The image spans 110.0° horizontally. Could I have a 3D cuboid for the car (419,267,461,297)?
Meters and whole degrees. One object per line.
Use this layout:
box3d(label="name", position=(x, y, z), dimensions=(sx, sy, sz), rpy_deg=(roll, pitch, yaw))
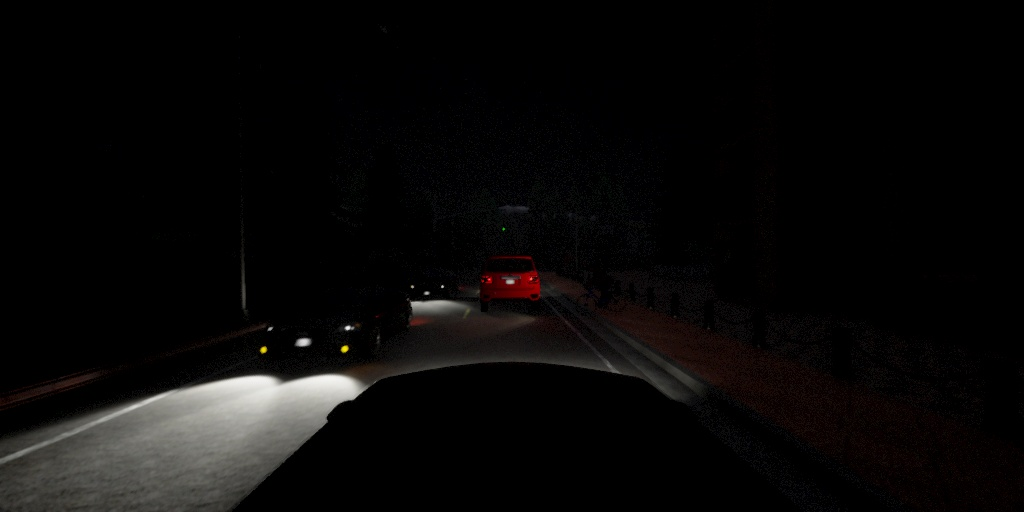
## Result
box3d(label="car", position=(-3.884, 1.300, 18.950), dimensions=(2.033, 1.411, 5.357), rpy_deg=(0, 0, -1))

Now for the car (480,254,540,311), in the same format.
box3d(label="car", position=(-0.114, 0.954, 14.599), dimensions=(2.150, 2.045, 5.566), rpy_deg=(0, 0, -1))

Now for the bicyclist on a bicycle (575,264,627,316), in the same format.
box3d(label="bicyclist on a bicycle", position=(2.774, 1.048, 11.365), dimensions=(1.656, 1.620, 0.582), rpy_deg=(-5, 0, -1))

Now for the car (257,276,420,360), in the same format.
box3d(label="car", position=(-3.697, 1.329, 8.288), dimensions=(1.994, 1.385, 4.181), rpy_deg=(0, 0, -1))
